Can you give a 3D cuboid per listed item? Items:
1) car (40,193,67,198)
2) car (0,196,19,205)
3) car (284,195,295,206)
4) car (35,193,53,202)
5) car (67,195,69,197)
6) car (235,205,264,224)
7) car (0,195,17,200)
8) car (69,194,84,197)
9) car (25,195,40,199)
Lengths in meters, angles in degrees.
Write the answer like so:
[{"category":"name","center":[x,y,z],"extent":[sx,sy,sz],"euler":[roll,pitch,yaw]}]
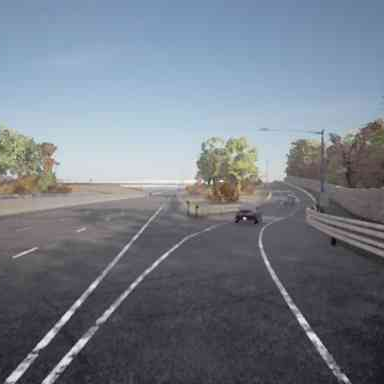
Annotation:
[{"category":"car","center":[-24.172,1.200,58.153],"extent":[2.097,1.767,4.553],"euler":[0,0,-3]},{"category":"car","center":[-31.047,1.407,55.551],"extent":[1.895,1.301,4.718],"euler":[0,0,-3]},{"category":"car","center":[19.329,1.925,66.125],"extent":[2.128,1.511,4.902],"euler":[1,3,18]},{"category":"car","center":[-31.861,1.103,71.842],"extent":[2.097,1.767,4.553],"euler":[0,0,-3]},{"category":"car","center":[-28.426,1.243,73.189],"extent":[2.128,1.511,4.902],"euler":[0,0,-3]},{"category":"car","center":[5.084,1.940,29.139],"extent":[1.837,1.490,4.892],"euler":[-1,-2,20]},{"category":"car","center":[-23.366,1.199,41.195],"extent":[2.097,1.767,4.553],"euler":[0,0,-3]},{"category":"car","center":[-24.930,1.217,73.366],"extent":[1.882,1.535,5.008],"euler":[0,0,-3]},{"category":"car","center":[-27.661,1.324,57.914],"extent":[2.128,1.511,4.902],"euler":[0,0,-3]}]
